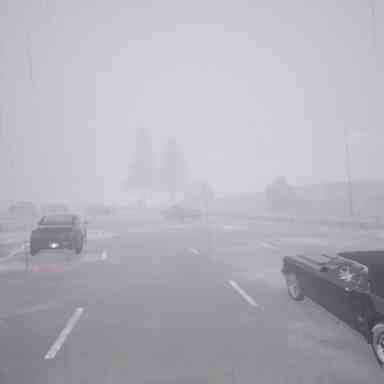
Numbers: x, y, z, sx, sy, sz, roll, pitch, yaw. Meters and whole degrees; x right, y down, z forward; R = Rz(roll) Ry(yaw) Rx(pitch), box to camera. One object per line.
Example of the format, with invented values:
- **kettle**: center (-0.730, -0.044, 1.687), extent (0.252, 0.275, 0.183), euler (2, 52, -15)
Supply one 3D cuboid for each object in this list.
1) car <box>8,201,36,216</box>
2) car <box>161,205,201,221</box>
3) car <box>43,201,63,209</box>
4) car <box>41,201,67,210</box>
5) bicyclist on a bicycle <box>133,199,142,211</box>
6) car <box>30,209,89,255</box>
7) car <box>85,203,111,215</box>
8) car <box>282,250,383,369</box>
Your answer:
- **car**: center (-20.714, 1.895, 40.477), extent (2.097, 1.767, 4.553), euler (0, -1, -42)
- **car**: center (-1.144, 1.902, 31.621), extent (2.033, 1.411, 5.357), euler (0, -1, -30)
- **car**: center (-25.446, 2.347, 60.608), extent (1.994, 1.385, 4.181), euler (0, -1, -44)
- **car**: center (-17.616, 2.026, 42.361), extent (1.882, 1.535, 5.008), euler (1, -1, -42)
- **bicyclist on a bicycle**: center (-7.975, 1.918, 49.784), extent (0.582, 1.620, 1.656), euler (0, -21, 47)
- **car**: center (-5.578, 1.689, 14.244), extent (1.837, 1.490, 4.892), euler (1, -1, -15)
- **car**: center (-11.636, 2.068, 40.775), extent (1.994, 1.385, 4.181), euler (0, -1, -40)
- **car**: center (3.189, 1.650, 5.629), extent (1.895, 1.301, 4.718), euler (0, -1, -6)
